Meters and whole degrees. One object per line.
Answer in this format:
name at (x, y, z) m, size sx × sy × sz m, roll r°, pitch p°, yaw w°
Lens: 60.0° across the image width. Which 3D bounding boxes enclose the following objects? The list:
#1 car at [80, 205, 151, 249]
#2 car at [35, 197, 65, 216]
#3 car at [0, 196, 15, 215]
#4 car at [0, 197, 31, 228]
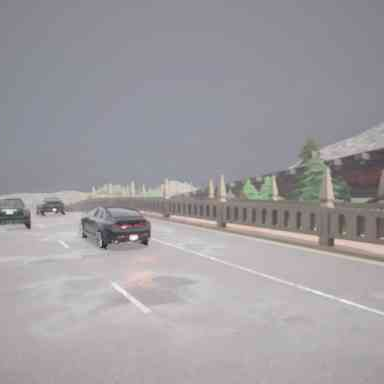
car at (-3.287, 1.300, 13.761) m, size 1.837 × 1.490 × 4.892 m, roll -1°, pitch 2°, yaw -31°
car at (-12.367, 1.256, 28.973) m, size 1.837 × 1.490 × 4.892 m, roll -1°, pitch -1°, yaw -31°
car at (-19.136, 1.445, 33.488) m, size 2.097 × 1.767 × 4.553 m, roll -1°, pitch -3°, yaw -31°
car at (-10.710, 1.089, 19.363) m, size 2.097 × 1.767 × 4.553 m, roll -1°, pitch 1°, yaw -31°
